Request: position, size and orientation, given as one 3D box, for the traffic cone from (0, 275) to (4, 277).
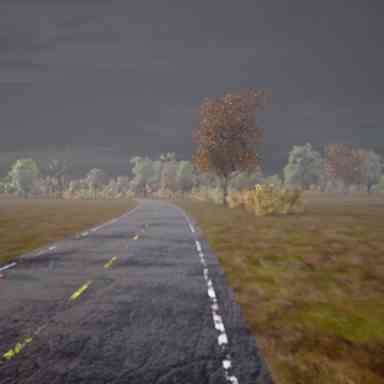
[{"bbox_3d":[-5.294,1.982,8.914,0.340,0.580,0.340,0,0,-1],"label":"traffic cone"}]
